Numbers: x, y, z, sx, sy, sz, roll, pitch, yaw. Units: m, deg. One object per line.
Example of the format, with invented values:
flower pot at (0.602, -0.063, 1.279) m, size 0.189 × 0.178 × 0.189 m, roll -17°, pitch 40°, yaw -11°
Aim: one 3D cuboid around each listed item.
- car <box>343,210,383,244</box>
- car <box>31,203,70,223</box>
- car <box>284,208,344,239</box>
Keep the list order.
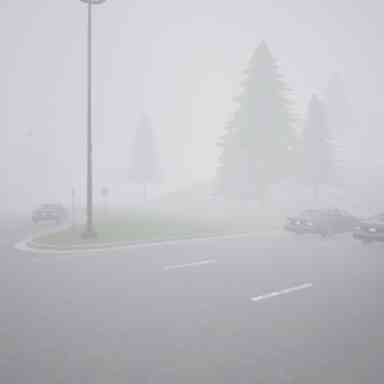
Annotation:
car at (9.183, 1.540, 14.602) m, size 5.357 × 1.411 × 2.033 m, roll 0°, pitch 0°, yaw -36°
car at (-10.584, 1.544, 25.234) m, size 2.033 × 1.411 × 5.357 m, roll 0°, pitch 0°, yaw -10°
car at (7.146, 1.540, 17.447) m, size 5.357 × 1.411 × 2.033 m, roll 0°, pitch 0°, yaw -36°
